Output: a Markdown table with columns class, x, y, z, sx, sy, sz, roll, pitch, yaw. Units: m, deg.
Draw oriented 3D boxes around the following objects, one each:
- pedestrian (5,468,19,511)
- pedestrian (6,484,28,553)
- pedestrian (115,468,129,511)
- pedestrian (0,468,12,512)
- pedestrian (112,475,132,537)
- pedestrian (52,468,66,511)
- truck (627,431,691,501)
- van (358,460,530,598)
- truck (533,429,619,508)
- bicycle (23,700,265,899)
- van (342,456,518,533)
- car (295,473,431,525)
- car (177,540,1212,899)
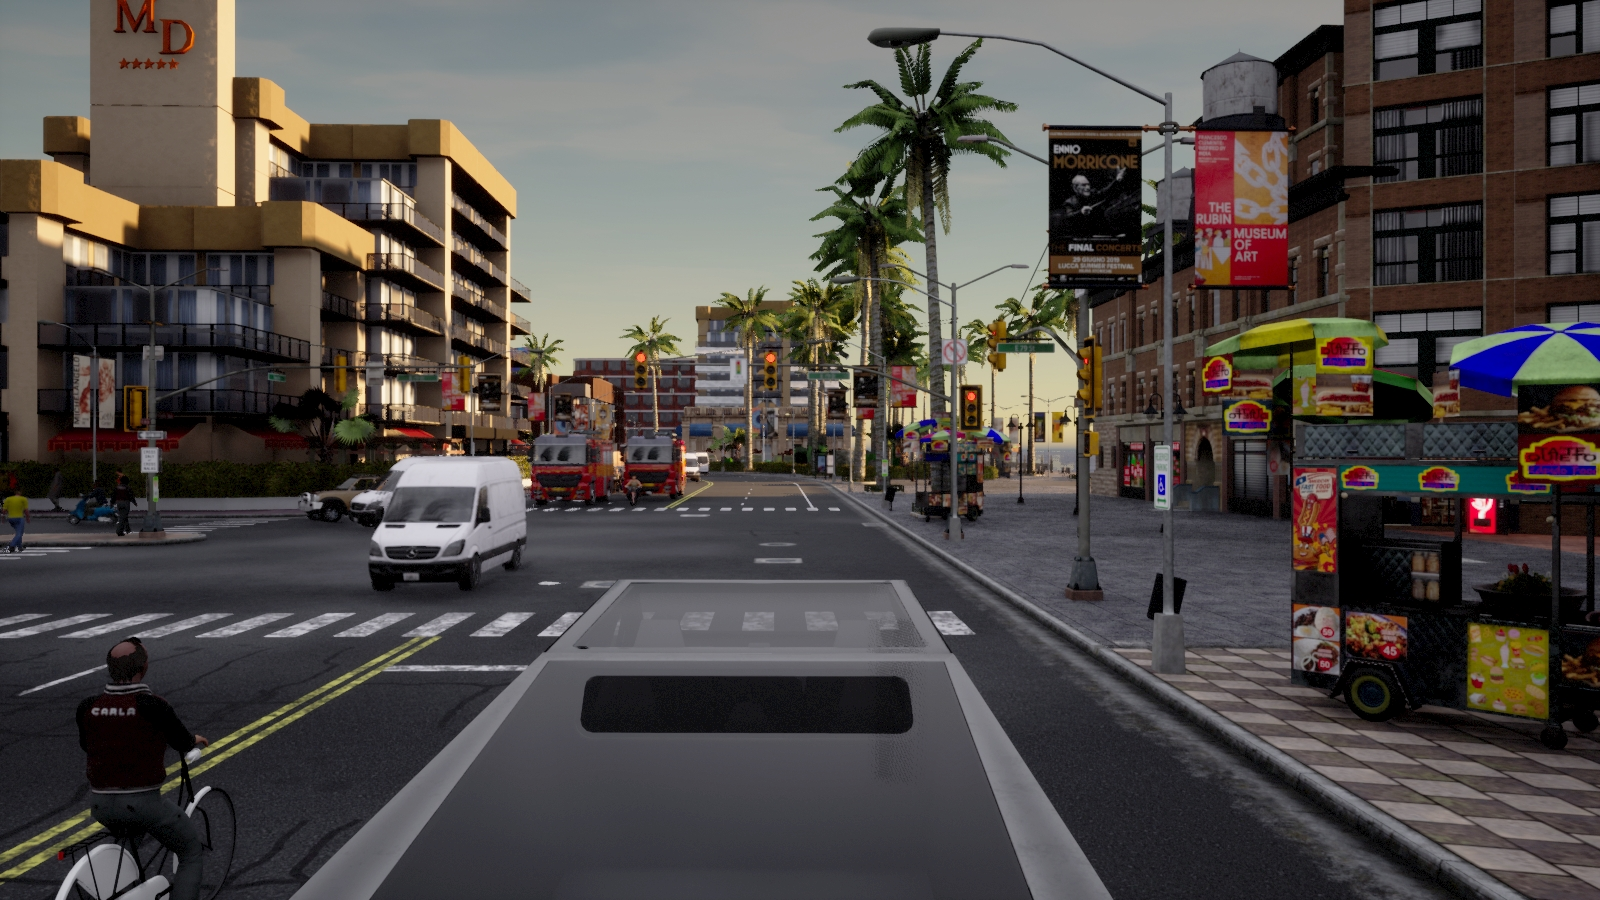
| class | x | y | z | sx | sy | sz | roll | pitch | yaw |
| --- | --- | --- | --- | --- | --- | --- | --- | --- | --- |
| pedestrian | -33.980 | 1.696 | 49.283 | 0.375 | 1.860 | 0.375 | 0 | 0 | -8 |
| pedestrian | -21.313 | 1.849 | 31.114 | 0.375 | 1.860 | 0.375 | 0 | 0 | -8 |
| pedestrian | -29.339 | 1.696 | 49.425 | 0.375 | 1.860 | 0.375 | 0 | 0 | -2 |
| pedestrian | -33.865 | 1.698 | 48.672 | 0.375 | 1.860 | 0.375 | 0 | 0 | -4 |
| pedestrian | -20.714 | 1.704 | 34.902 | 0.375 | 1.860 | 0.375 | 0 | 0 | 2 |
| pedestrian | -32.001 | 1.696 | 49.342 | 0.375 | 1.860 | 0.375 | 0 | 0 | -4 |
| truck | -8.138 | 0.890 | 66.764 | 2.891 | 3.827 | 8.468 | 0 | 0 | -1 |
| van | -7.453 | 1.534 | 24.658 | 1.988 | 2.561 | 5.915 | 0 | 0 | -1 |
| truck | -11.502 | 0.891 | 59.491 | 2.891 | 3.827 | 8.468 | 0 | 0 | -1 |
| bicycle | -3.625 | 2.210 | 6.485 | 0.329 | 1.171 | 1.835 | 0 | 0 | 0 |
| van | -13.411 | 1.534 | 41.754 | 1.988 | 2.561 | 5.915 | 1 | 1 | 43 |
| car | -17.172 | 1.863 | 44.986 | 4.605 | 1.855 | 1.932 | 0 | 0 | -40 |
| car | -0.214 | 1.754 | 5.773 | 2.390 | 2.098 | 6.274 | 0 | 0 | 1 |
